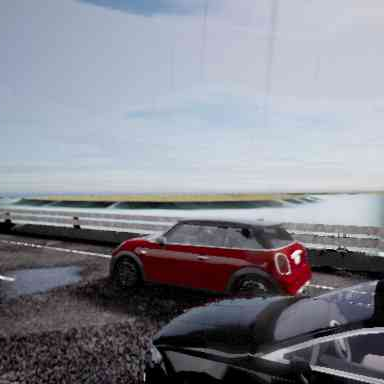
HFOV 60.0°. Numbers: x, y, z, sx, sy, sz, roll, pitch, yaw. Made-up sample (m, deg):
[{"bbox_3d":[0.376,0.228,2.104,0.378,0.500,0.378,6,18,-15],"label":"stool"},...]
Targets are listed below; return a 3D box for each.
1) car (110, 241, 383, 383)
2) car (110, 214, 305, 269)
[{"bbox_3d":[1.820,1.491,2.582,4.902,1.511,2.128,0,0,32],"label":"car"},{"bbox_3d":[0.270,1.348,7.649,4.553,1.767,2.097,0,0,32],"label":"car"}]
